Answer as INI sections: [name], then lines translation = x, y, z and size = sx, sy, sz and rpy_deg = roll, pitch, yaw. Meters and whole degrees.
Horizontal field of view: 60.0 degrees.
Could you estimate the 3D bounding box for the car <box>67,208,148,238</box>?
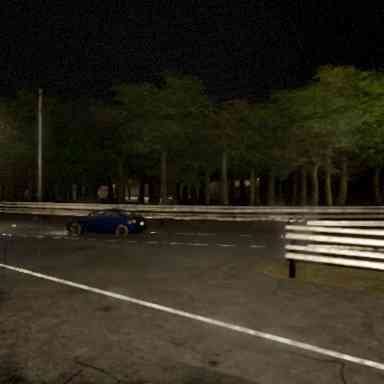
[car]
translation = -4.442, 1.567, 17.533
size = 4.181, 1.385, 1.994
rpy_deg = 0, 0, 18
